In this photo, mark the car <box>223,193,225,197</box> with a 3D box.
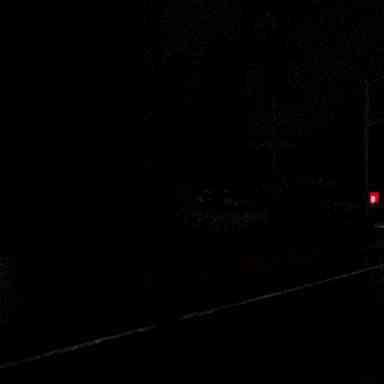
[{"bbox_3d":[7.046,1.073,94.350,1.905,1.878,3.866,0,0,-37],"label":"car"}]

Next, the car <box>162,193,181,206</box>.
[{"bbox_3d":[-3.647,1.359,50.080,2.097,1.767,4.553,0,0,-35],"label":"car"}]

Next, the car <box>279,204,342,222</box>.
[{"bbox_3d":[9.380,1.609,26.568,1.895,1.301,4.718,0,0,-37],"label":"car"}]

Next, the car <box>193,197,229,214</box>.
[{"bbox_3d":[2.143,1.572,36.148,1.994,1.385,4.181,0,0,-37],"label":"car"}]

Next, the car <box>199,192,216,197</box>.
[{"bbox_3d":[4.957,1.094,92.288,1.932,1.855,4.605,0,0,-37],"label":"car"}]
